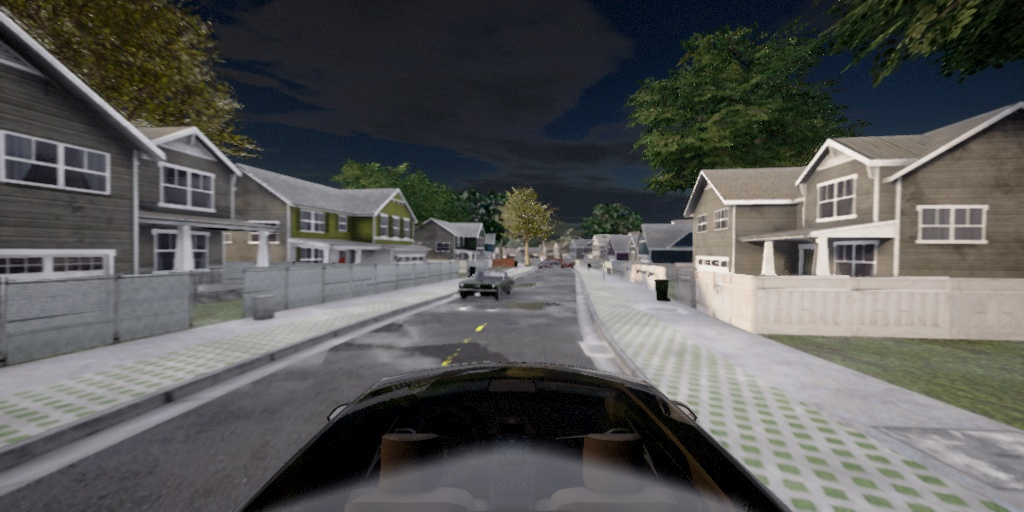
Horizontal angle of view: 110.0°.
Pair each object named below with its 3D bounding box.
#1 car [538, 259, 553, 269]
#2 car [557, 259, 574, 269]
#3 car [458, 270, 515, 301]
[{"bbox_3d":[5.443,1.503,59.487,1.994,1.385,4.181,1,0,7],"label":"car"},{"bbox_3d":[9.456,1.316,62.045,2.097,1.767,4.553,-1,0,5],"label":"car"},{"bbox_3d":[-1.141,1.376,17.724,1.895,1.301,4.718,1,0,10],"label":"car"}]
